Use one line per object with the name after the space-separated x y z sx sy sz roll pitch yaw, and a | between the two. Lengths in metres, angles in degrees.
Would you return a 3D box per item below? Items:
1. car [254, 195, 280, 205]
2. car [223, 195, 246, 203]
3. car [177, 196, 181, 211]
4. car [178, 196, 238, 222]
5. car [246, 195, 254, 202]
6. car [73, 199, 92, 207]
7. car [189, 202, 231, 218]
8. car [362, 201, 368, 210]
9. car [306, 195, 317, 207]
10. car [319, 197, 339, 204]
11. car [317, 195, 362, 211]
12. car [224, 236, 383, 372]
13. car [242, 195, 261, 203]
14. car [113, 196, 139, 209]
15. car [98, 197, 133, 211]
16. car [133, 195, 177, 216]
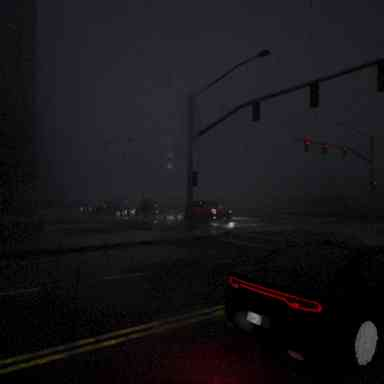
13.966 1.732 61.581 1.970 1.475 3.806 1 0 -36 | car
9.904 1.773 77.229 1.970 1.475 3.806 1 0 -36 | car
-3.543 1.622 40.001 1.882 1.535 5.008 1 0 -36 | car
1.222 1.472 27.356 2.097 1.767 4.553 1 0 -36 | car
12.262 1.762 78.908 1.784 1.438 3.905 1 0 -36 | car
-17.657 1.719 53.775 1.895 1.301 4.718 1 0 -35 | car
1.686 1.708 32.707 1.994 1.385 4.181 1 0 -36 | car
21.897 1.474 45.785 1.905 1.878 3.866 1 0 -36 | car
27.679 1.612 71.458 1.932 1.855 4.605 1 0 -36 | car
30.074 1.843 73.085 1.784 1.438 3.905 1 0 -36 | car
19.508 1.450 44.151 1.932 1.855 4.605 1 0 -36 | car
2.835 1.518 5.808 5.008 1.535 1.882 0 0 -35 | car
14.420 1.571 80.506 1.932 1.855 4.605 1 0 -36 | car
-9.648 1.496 48.534 2.097 1.767 4.553 1 0 -35 | car
-9.785 1.609 42.702 2.128 1.511 4.902 1 0 -36 | car
-3.916 1.471 34.515 2.097 1.767 4.553 1 0 -36 | car
